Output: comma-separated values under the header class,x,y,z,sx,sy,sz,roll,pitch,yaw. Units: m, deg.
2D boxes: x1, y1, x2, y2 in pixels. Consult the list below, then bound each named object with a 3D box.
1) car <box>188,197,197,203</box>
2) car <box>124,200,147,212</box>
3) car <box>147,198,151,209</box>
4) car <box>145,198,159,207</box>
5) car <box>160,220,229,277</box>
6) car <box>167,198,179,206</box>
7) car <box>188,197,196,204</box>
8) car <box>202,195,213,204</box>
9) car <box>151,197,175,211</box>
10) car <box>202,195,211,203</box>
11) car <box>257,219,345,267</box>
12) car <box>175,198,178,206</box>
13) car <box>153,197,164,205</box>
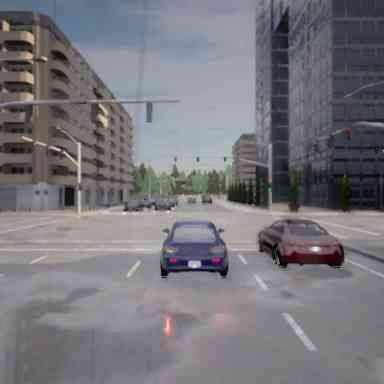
class,x,y,z,sx,sy,sz,roll,pitch,yaw
car,0.091,2.013,84.446,2.128,1.511,4.902,0,0,1
car,-7.430,1.752,42.706,1.837,1.490,4.892,0,0,1
car,-7.378,1.863,51.599,1.994,1.385,4.181,0,0,2
car,-7.253,1.827,60.416,1.882,1.535,5.008,0,0,1
car,0.054,1.586,10.339,1.812,1.442,4.674,0,0,0
car,-3.647,1.927,65.616,2.033,1.411,5.357,0,0,1
car,-0.035,1.968,74.103,2.033,1.411,5.357,0,0,1
car,3.467,1.785,74.307,2.097,1.767,4.553,0,0,1
car,-3.915,1.616,45.662,2.097,1.767,4.553,0,0,0
car,3.591,1.713,84.470,2.150,2.045,5.566,0,0,1
car,3.575,1.632,11.637,1.994,1.385,4.181,0,0,0
car,-3.847,1.845,55.148,1.812,1.442,4.674,0,0,1
car,-7.078,1.905,70.773,1.837,1.490,4.892,0,0,1
